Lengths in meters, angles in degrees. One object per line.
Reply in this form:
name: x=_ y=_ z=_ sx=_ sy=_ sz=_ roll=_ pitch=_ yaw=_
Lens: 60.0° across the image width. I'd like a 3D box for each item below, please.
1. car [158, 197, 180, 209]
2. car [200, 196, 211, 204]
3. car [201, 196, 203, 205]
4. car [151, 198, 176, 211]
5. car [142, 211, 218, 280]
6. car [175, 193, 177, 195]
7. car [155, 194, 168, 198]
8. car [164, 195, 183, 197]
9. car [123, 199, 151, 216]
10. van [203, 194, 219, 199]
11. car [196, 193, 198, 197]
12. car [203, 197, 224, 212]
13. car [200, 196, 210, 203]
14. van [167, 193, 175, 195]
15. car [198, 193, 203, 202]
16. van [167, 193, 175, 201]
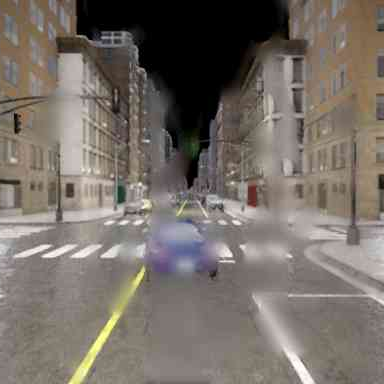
car: x=-2.851 y=1.564 z=40.795 sx=1.895 sy=1.301 sz=4.718 roll=0 pitch=0 yaw=0
car: x=2.646 y=1.510 z=64.082 sx=1.947 sy=1.339 sz=4.313 roll=0 pitch=0 yaw=0
car: x=2.642 y=1.540 z=47.864 sx=1.802 sy=1.307 sz=4.206 roll=0 pitch=0 yaw=0
car: x=-2.860 y=1.536 z=31.980 sx=1.994 sy=1.385 sz=4.181 roll=0 pitch=0 yaw=0
car: x=-0.472 y=1.517 z=9.896 sx=1.812 sy=1.442 sz=4.674 roll=0 pitch=0 yaw=-8
car: x=-5.435 y=1.245 z=80.299 sx=2.192 sy=1.841 sz=5.009 roll=0 pitch=0 yaw=0
car: x=-5.410 y=1.393 z=53.269 sx=1.967 sy=1.590 sz=4.097 roll=0 pitch=0 yaw=0
car: x=-2.836 y=1.519 z=51.264 sx=1.994 sy=1.385 sz=4.181 roll=0 pitch=0 yaw=0
car: x=-5.390 y=1.523 z=31.644 sx=2.008 sy=1.369 sz=4.403 roll=0 pitch=0 yaw=0
van: x=2.641 y=1.303 z=42.457 sx=1.690 sy=1.788 sz=3.998 roll=0 pitch=0 yaw=0
car: x=2.653 y=1.465 z=91.114 sx=1.887 sy=1.381 sz=4.507 roll=0 pitch=0 yaw=0
car: x=2.639 y=1.518 z=37.051 sx=2.008 sy=1.369 sz=4.403 roll=0 pitch=0 yaw=0
car: x=2.647 y=1.490 z=69.489 sx=2.008 sy=1.369 sz=4.403 roll=0 pitch=0 yaw=0
van: x=-5.430 y=1.275 z=74.893 sx=1.690 sy=1.788 sz=3.998 roll=0 pitch=0 yaw=0
car: x=2.645 y=1.263 z=58.676 sx=2.192 sy=1.841 sz=5.009 roll=0 pitch=0 yaw=0
van: x=-5.440 y=1.266 z=85.706 sx=1.690 sy=1.788 sz=3.998 roll=0 pitch=0 yaw=0
